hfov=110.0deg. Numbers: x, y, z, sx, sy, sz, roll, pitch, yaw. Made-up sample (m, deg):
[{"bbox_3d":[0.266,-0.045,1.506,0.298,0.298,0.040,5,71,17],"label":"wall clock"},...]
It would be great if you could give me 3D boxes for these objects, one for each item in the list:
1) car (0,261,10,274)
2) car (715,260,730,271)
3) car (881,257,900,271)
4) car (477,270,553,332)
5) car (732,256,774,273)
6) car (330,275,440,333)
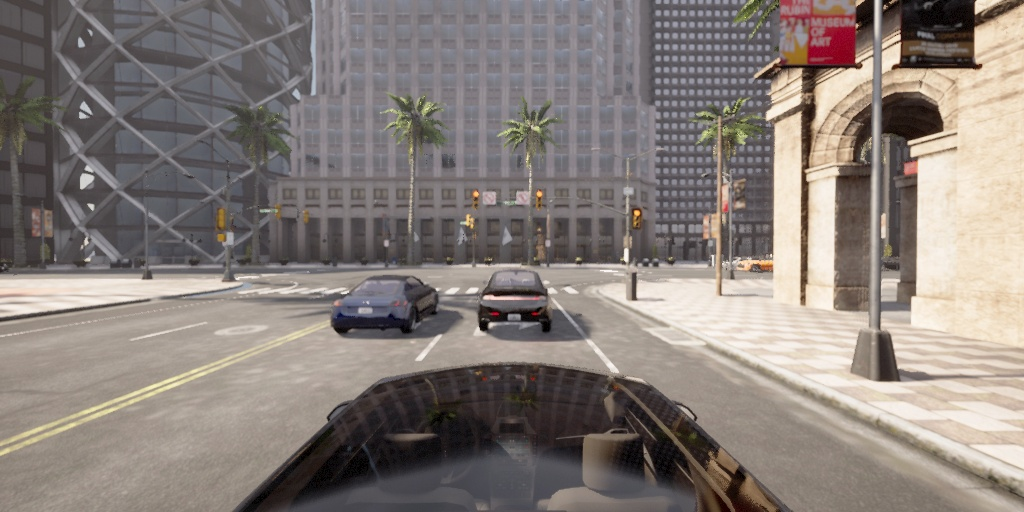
[{"bbox_3d":[-44.539,0.691,28.377,5.566,2.045,2.150,0,0,-29],"label":"car"},{"bbox_3d":[24.898,0.880,39.443,4.674,1.442,1.812,0,1,0],"label":"car"},{"bbox_3d":[41.190,0.860,39.374,4.892,1.490,1.837,0,1,0],"label":"car"},{"bbox_3d":[0.118,1.149,10.522,2.128,1.511,4.902,0,1,2],"label":"car"},{"bbox_3d":[25.136,0.744,35.942,4.553,1.767,2.097,0,1,0],"label":"car"},{"bbox_3d":[-3.419,1.223,10.392,1.994,1.385,4.181,0,1,0],"label":"car"}]
